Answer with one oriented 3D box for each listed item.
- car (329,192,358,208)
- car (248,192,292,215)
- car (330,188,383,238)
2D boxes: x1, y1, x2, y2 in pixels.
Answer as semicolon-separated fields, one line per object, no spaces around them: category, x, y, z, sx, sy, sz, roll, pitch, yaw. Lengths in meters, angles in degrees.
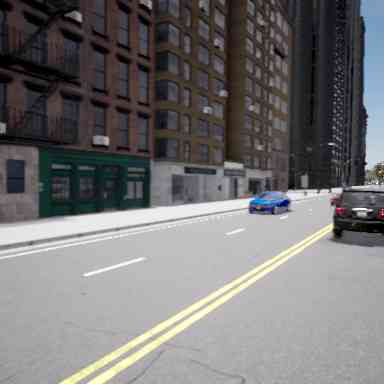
car;14.694;0.702;32.111;1.895;1.301;4.718;2;2;32
car;5.697;0.733;23.917;1.882;1.535;5.008;2;2;32
car;7.576;0.831;14.310;2.150;2.045;5.566;2;2;32
